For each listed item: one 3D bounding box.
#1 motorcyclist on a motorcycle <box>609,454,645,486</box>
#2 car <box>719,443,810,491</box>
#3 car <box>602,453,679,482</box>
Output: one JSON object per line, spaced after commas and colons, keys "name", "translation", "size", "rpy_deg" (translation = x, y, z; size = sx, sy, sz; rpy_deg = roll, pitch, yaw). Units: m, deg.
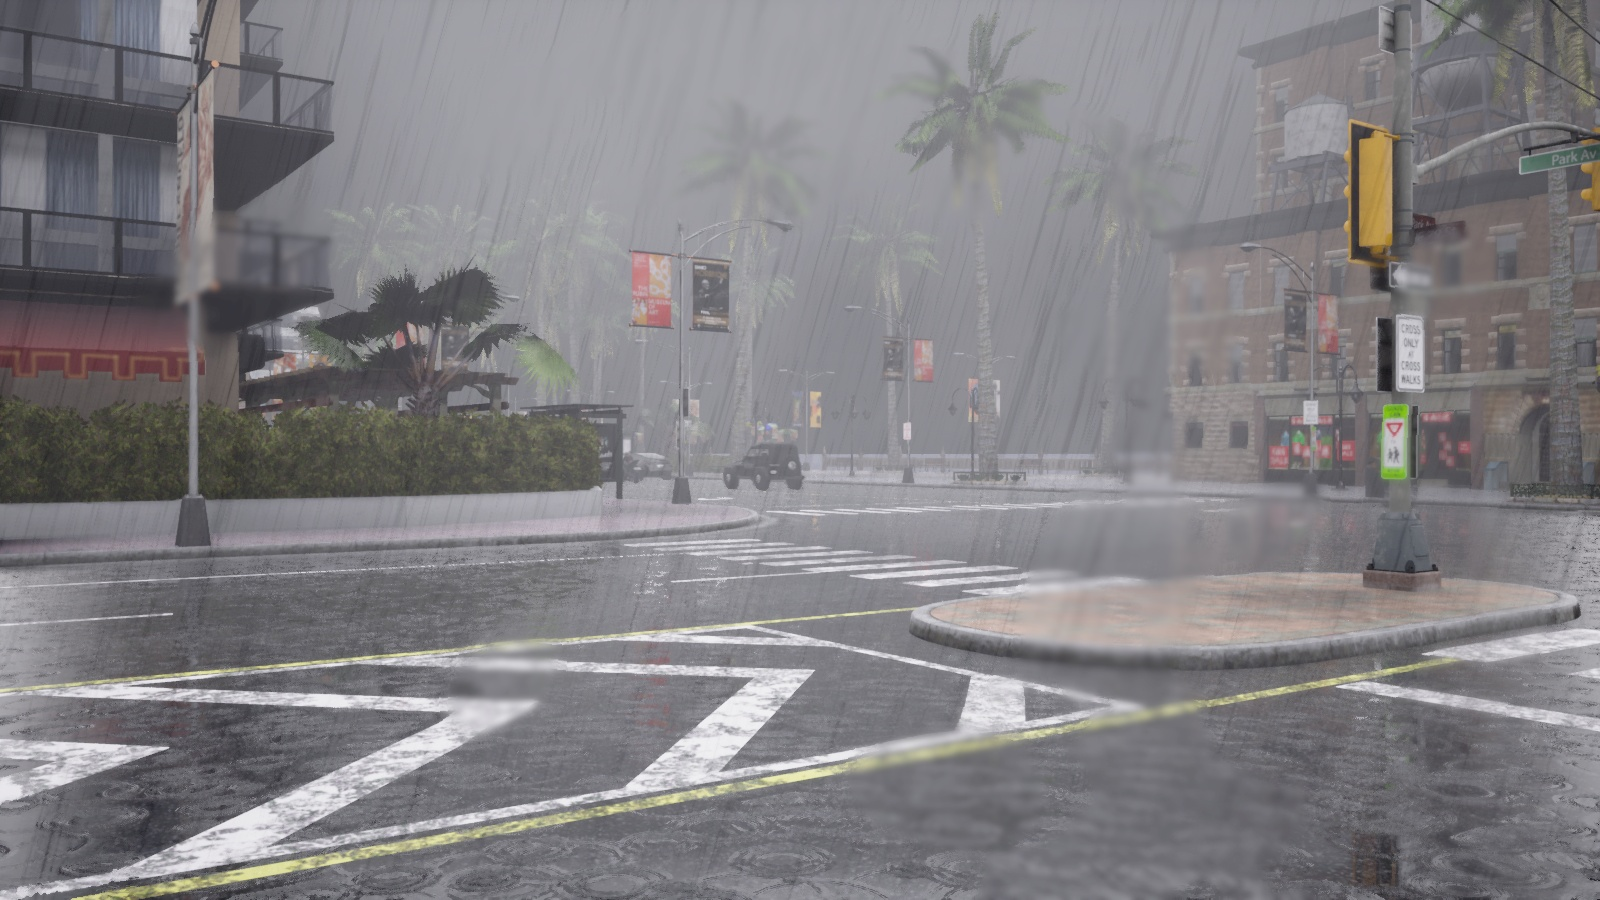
{"name": "motorcyclist on a motorcycle", "translation": [-8.489, 0.948, 61.465], "size": [0.866, 1.530, 2.191], "rpy_deg": [0, 0, -34]}
{"name": "car", "translation": [-1.491, 0.669, 51.236], "size": [1.905, 1.878, 3.866], "rpy_deg": [0, 0, -34]}
{"name": "car", "translation": [-8.690, 0.929, 67.946], "size": [2.163, 1.488, 4.792], "rpy_deg": [0, 0, -35]}
